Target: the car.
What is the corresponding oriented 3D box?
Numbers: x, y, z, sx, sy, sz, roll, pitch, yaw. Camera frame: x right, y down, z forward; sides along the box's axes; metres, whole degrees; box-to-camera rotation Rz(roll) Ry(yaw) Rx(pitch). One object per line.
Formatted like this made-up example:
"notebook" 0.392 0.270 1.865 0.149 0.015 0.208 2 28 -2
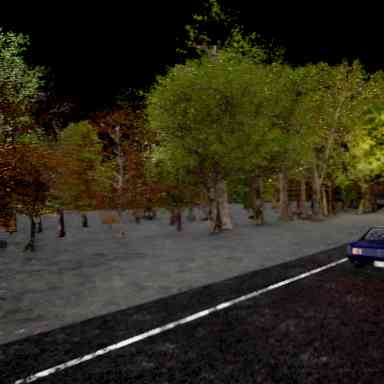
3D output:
"car" 6.933 1.788 11.102 1.895 1.301 4.718 -3 -2 44
